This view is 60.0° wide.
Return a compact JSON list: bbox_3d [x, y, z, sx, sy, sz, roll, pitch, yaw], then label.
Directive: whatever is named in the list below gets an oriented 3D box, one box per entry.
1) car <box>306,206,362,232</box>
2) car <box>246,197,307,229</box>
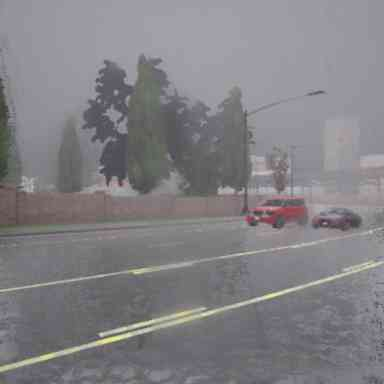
[{"bbox_3d":[9.395,1.737,21.458,1.994,1.385,4.181,0,-1,44],"label":"car"},{"bbox_3d":[6.068,1.373,23.045,2.150,2.045,5.566,0,-1,45],"label":"car"}]
